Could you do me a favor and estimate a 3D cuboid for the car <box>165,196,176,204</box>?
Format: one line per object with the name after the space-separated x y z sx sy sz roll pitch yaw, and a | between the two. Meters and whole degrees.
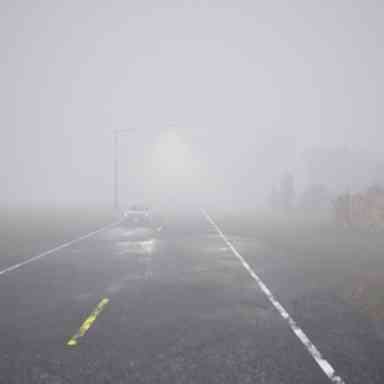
-4.251 1.555 66.075 1.812 1.442 4.674 0 0 0 | car

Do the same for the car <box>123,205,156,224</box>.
-3.858 1.625 24.943 1.895 1.301 4.718 0 0 -1 | car
